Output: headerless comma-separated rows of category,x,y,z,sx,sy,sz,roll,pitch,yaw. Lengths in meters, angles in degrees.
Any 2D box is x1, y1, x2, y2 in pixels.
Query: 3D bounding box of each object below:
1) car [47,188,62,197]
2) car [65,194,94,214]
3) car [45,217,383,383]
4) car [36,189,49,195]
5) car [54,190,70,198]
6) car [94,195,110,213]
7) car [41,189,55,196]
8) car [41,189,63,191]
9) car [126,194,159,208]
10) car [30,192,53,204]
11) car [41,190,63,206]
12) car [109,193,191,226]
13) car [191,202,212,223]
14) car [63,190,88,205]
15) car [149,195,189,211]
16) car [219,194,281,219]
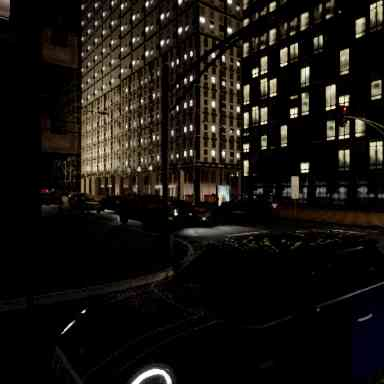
car,-28.538,0.099,69.114,1.967,1.590,4.097,1,0,-36
car,-9.136,1.067,28.266,1.802,1.307,4.206,2,0,-36
car,0.764,1.353,3.919,4.553,1.767,2.097,0,0,-35
car,-35.076,-0.011,78.080,1.887,1.381,4.507,1,0,-36
car,-25.274,0.309,64.632,1.887,1.381,4.507,1,0,-36
car,-6.449,0.988,28.954,1.882,1.535,5.008,0,1,-36
car,-31.808,0.096,73.597,1.887,1.381,4.507,1,0,-36
car,-25.554,0.382,60.590,1.994,1.385,4.181,0,1,-36
car,-5.669,0.965,37.736,1.947,1.339,4.313,1,0,-36
car,-18.936,0.752,41.710,1.802,1.307,4.206,2,0,-36
car,-15.669,0.827,37.229,2.008,1.369,4.403,2,0,-36
car,-2.595,1.008,19.302,2.192,1.841,5.009,2,0,-36
car,-0.671,1.220,21.026,1.812,1.442,4.674,0,1,-36
car,-12.340,0.813,37.053,2.128,1.511,4.902,0,1,-36
car,-2.402,1.070,33.253,1.947,1.339,4.313,1,0,-36
car,4.140,1.027,24.287,2.192,1.841,5.009,1,0,-36
